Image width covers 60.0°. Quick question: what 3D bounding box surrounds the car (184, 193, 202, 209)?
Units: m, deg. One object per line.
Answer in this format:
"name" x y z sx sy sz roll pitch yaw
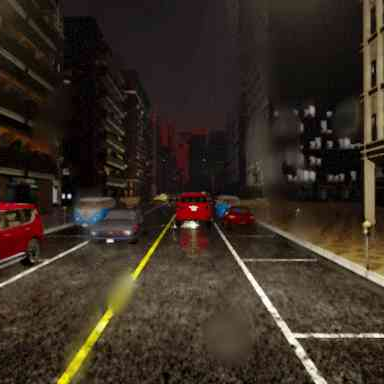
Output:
"car" 0.100 1.087 41.151 2.097 1.767 4.553 0 0 0

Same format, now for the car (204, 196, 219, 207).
"car" 2.703 1.279 46.990 1.802 1.307 4.206 1 0 0

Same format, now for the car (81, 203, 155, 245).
"car" -3.100 1.449 15.250 2.033 1.411 5.357 0 0 0

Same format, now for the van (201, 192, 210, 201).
"van" 2.708 0.897 69.019 1.690 1.788 3.998 1 0 0

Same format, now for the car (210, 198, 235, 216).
"car" 2.705 1.346 30.867 1.887 1.381 4.507 1 0 0

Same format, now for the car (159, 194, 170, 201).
"car" -5.676 1.083 68.826 1.752 1.417 4.829 1 0 0

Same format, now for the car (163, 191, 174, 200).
"car" -5.672 0.801 80.016 2.192 1.841 5.009 1 0 0

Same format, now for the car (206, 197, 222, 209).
"car" 2.704 1.312 41.962 1.802 1.307 4.206 1 0 0

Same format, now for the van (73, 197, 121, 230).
"van" -5.638 1.214 19.670 1.690 1.788 3.998 1 0 0

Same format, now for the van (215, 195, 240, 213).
"van" 2.709 1.178 25.318 1.690 1.788 3.998 1 0 0

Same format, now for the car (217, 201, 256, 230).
"car" 2.704 1.455 19.771 1.802 1.307 4.206 1 0 0

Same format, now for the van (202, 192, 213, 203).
"van" 2.708 0.968 58.003 1.690 1.788 3.998 1 0 0

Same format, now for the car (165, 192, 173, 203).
"car" -3.051 1.133 57.438 1.837 1.490 4.892 0 1 1

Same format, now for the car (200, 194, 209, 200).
"car" 2.703 1.103 74.528 1.802 1.307 4.206 1 0 0

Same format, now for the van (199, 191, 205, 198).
"van" 2.707 0.756 91.050 1.690 1.788 3.998 1 0 0

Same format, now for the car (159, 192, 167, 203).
"car" -5.675 1.153 57.803 1.752 1.417 4.829 1 0 0

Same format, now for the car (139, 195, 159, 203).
"car" -5.643 1.312 41.858 1.802 1.307 4.206 1 0 0

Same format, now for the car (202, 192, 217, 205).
"car" 2.709 0.977 52.495 2.192 1.841 5.009 1 0 0

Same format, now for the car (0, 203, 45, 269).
"car" -5.637 1.260 8.577 2.192 1.841 5.009 1 0 0

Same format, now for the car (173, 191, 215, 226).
"car" 0.101 1.080 22.133 2.150 2.045 5.566 0 1 0
